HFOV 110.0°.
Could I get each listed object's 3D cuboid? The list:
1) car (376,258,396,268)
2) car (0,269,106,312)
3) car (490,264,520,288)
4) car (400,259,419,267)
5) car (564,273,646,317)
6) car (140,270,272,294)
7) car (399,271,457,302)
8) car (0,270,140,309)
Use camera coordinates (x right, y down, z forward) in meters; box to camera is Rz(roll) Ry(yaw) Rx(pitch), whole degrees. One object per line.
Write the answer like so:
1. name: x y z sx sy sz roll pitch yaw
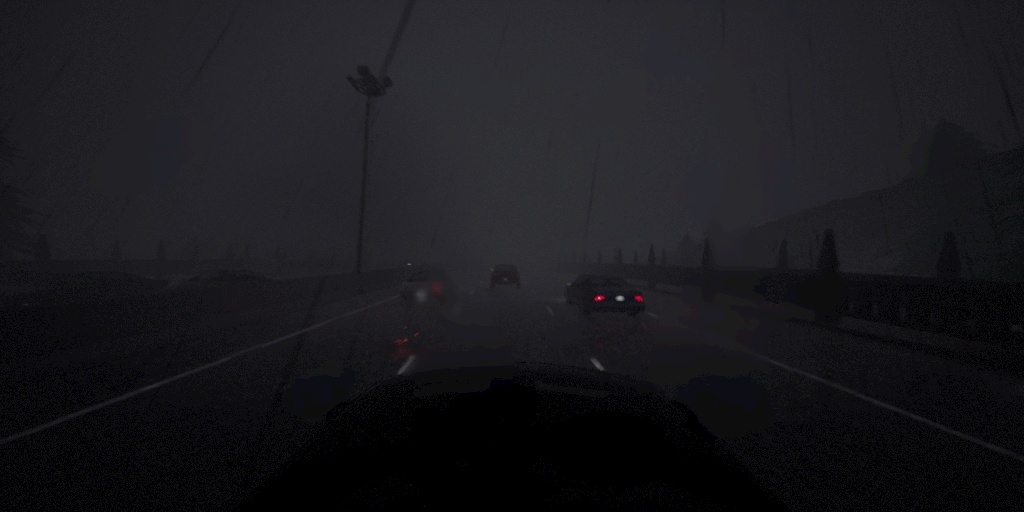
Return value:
1. car: -18.726 1.072 53.446 2.128 1.511 4.902 1 -3 -1
2. car: -17.887 1.196 12.613 1.895 1.301 4.718 1 0 -1
3. car: -0.461 1.294 24.646 1.882 1.535 5.008 1 0 -1
4. car: -15.227 1.186 53.515 1.837 1.490 4.892 1 -3 -1
5. car: 3.285 1.367 13.607 2.033 1.411 5.357 1 0 -1
6. car: -10.906 1.235 13.620 1.994 1.385 4.181 1 0 -1
7. car: -3.792 1.358 17.045 1.895 1.301 4.718 1 0 -1
8. car: -14.371 1.177 11.883 2.033 1.411 5.357 1 0 -1
